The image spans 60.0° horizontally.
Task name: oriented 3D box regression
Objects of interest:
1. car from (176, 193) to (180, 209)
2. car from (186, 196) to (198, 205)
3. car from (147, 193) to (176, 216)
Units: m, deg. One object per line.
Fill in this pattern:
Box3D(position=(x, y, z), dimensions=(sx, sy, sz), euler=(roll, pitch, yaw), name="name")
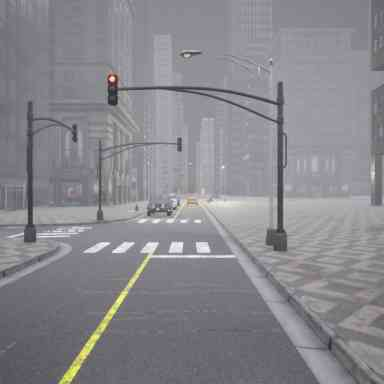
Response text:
Box3D(position=(-3.079, 1.225, 43.365), dimensions=(2.150, 2.045, 5.566), euler=(0, 0, 0), name="car")
Box3D(position=(0.024, 1.490, 57.595), dimensions=(1.882, 1.535, 5.008), euler=(0, 0, 0), name="car")
Box3D(position=(-3.082, 1.222, 32.918), dimensions=(2.150, 2.045, 5.566), euler=(0, 0, 0), name="car")
